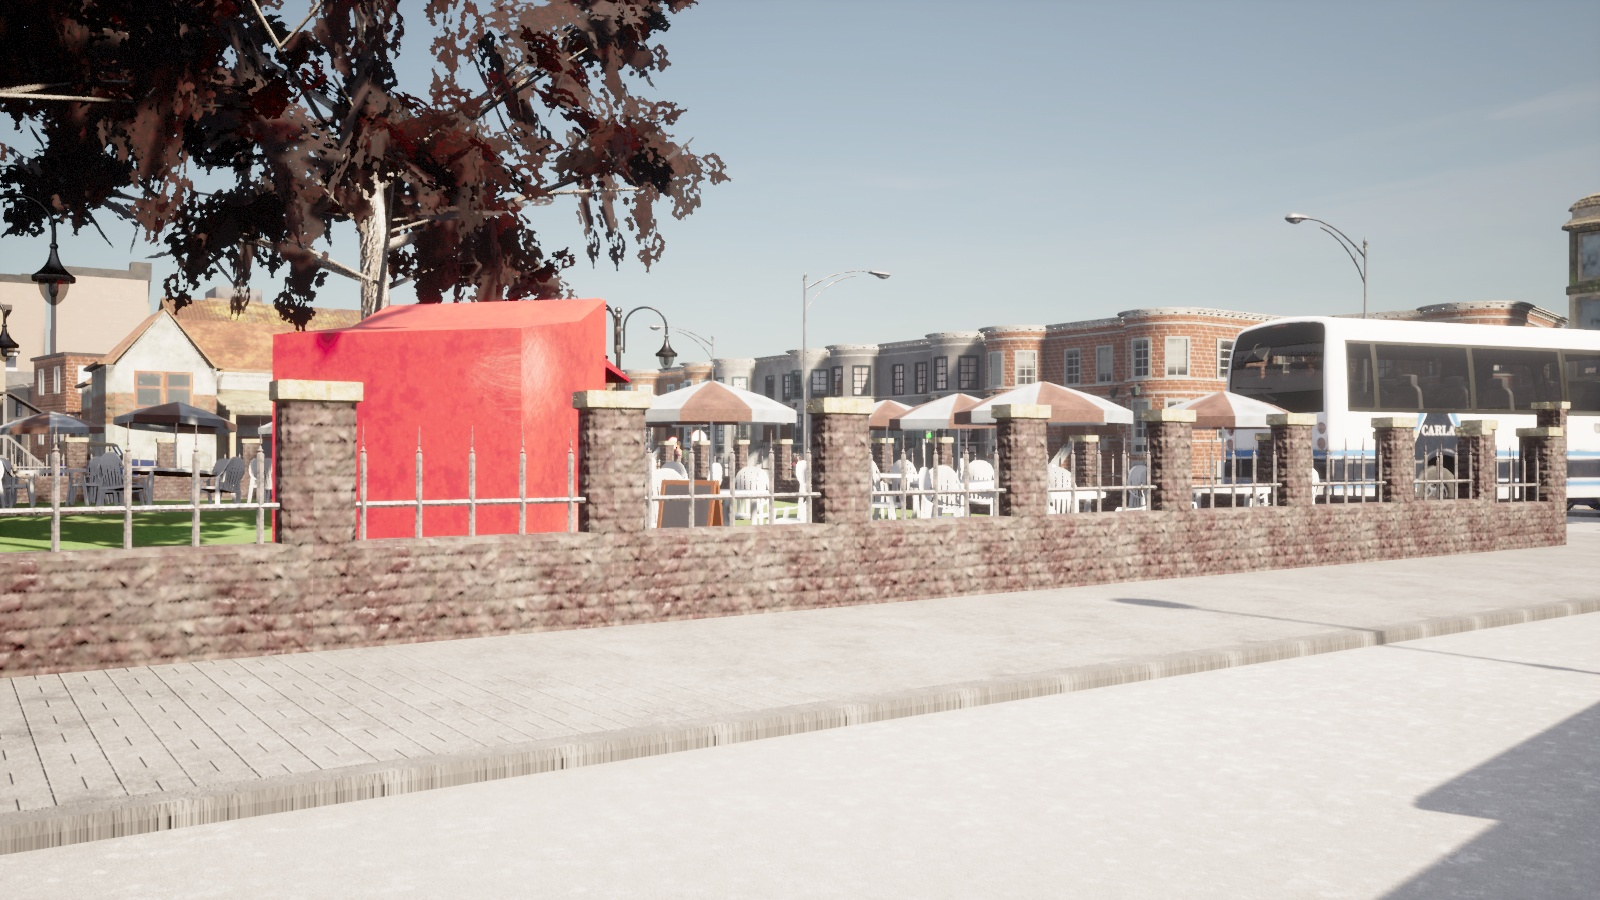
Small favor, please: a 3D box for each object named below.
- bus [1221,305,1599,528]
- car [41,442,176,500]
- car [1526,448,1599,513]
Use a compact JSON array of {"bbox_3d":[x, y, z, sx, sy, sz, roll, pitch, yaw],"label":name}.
[{"bbox_3d":[14.765,-0.630,27.533,10.273,4.253,3.944,0,0,-20],"label":"bus"},{"bbox_3d":[-23.642,0.696,42.943,3.866,1.878,1.905,0,0,-35],"label":"car"},{"bbox_3d":[19.854,0.733,29.445,1.812,1.442,4.674,-2,2,-27],"label":"car"}]
